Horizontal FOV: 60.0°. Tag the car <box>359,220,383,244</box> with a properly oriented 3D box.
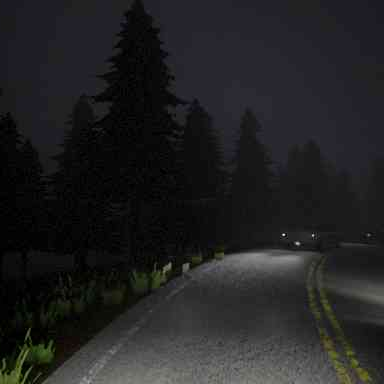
[{"bbox_3d":[15.773,3.229,26.414,5.566,2.045,2.150,8,-8,-28],"label":"car"}]

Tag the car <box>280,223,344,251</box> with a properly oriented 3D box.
[{"bbox_3d":[6.447,2.309,17.608,1.895,1.301,4.718,-3,-6,39],"label":"car"}]

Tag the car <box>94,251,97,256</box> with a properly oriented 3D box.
[{"bbox_3d":[-20.290,13.674,72.930,4.181,1.381,1.994,-2,-5,31],"label":"car"}]
